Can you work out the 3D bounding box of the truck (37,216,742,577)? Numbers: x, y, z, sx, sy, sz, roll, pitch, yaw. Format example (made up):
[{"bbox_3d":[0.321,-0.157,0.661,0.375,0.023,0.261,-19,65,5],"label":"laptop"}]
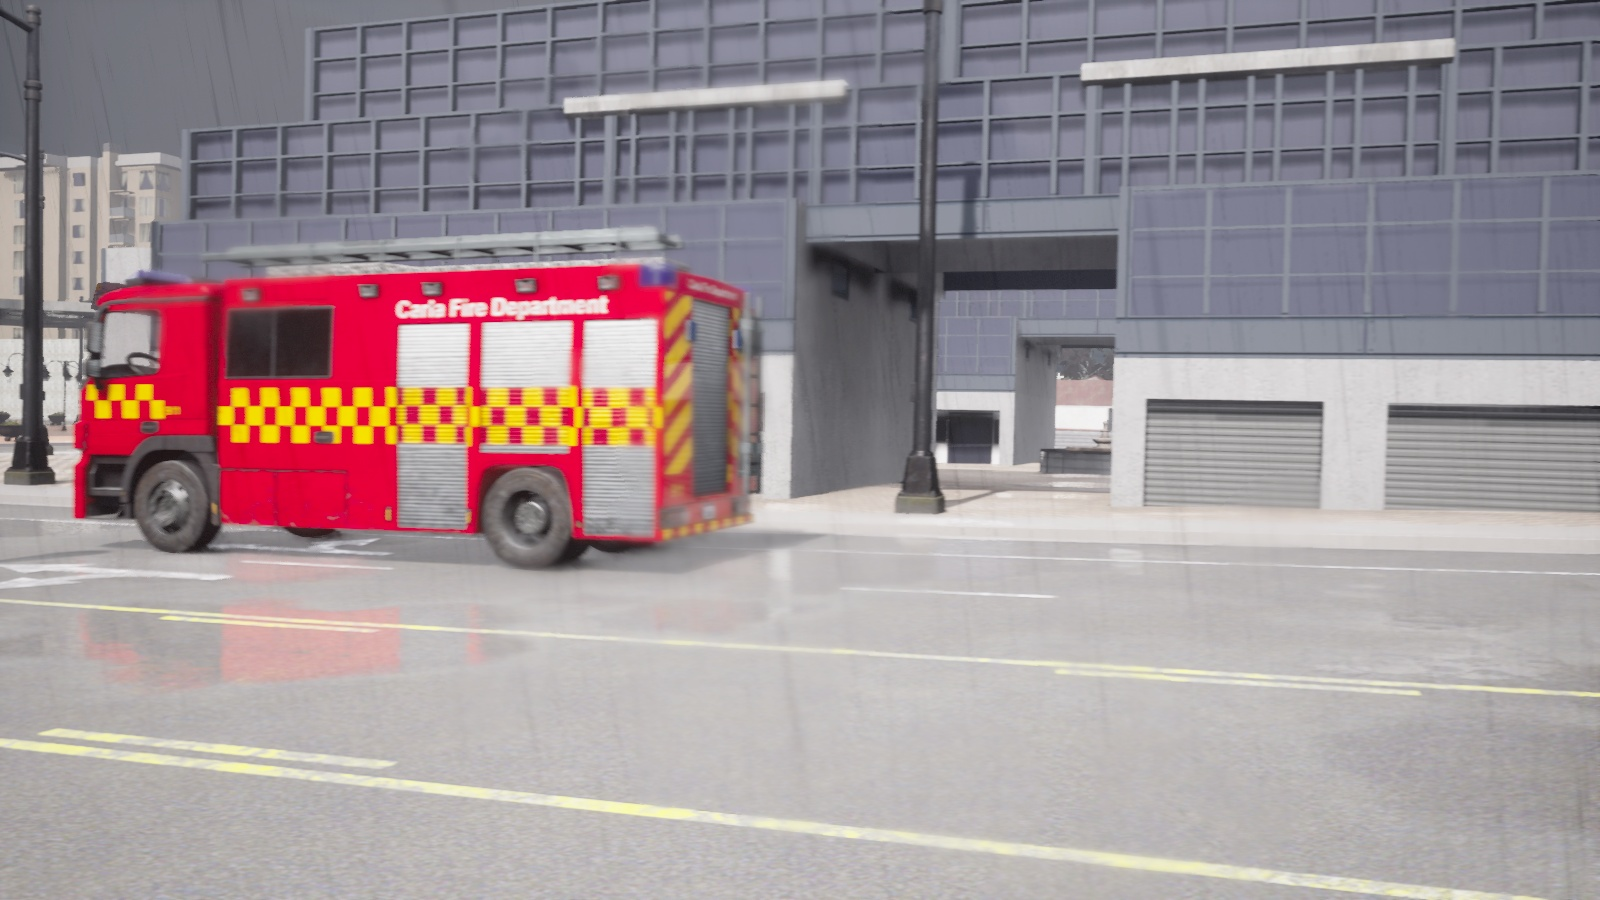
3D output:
[{"bbox_3d":[-5.241,-0.665,16.017,8.468,3.827,2.891,1,1,19],"label":"truck"}]
